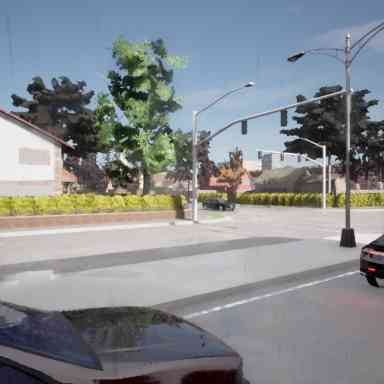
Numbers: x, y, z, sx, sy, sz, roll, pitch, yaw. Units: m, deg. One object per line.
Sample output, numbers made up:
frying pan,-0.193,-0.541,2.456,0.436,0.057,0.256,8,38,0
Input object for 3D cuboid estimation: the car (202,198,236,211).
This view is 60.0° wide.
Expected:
car,3.196,1.505,40.086,1.837,1.490,4.892,0,0,-36

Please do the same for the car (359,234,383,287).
car,5.998,1.492,8.063,4.902,1.511,2.128,0,0,-35

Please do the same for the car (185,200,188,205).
car,-2.558,1.352,48.003,2.097,1.767,4.553,0,0,-36

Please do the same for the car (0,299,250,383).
car,-2.056,1.548,2.281,5.357,1.411,2.033,0,0,-35
